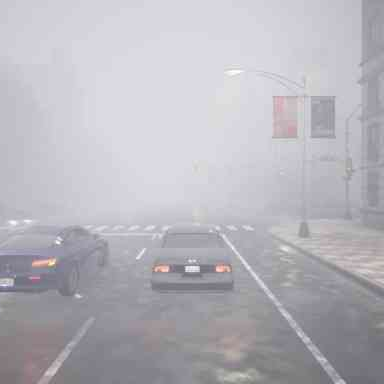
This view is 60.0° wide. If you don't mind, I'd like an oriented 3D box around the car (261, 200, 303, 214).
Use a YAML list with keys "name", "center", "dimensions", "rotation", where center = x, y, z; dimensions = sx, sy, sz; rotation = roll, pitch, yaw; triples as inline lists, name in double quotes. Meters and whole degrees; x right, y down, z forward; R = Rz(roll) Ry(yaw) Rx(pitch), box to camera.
- name: "car"
  center: [9.277, 1.564, 34.509]
  dimensions: [4.181, 1.385, 1.994]
  rotation: [0, 0, 0]

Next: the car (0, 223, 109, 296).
- name: "car"
  center: [-3.496, 1.526, 8.536]
  dimensions: [1.812, 1.442, 4.674]
  rotation: [0, 0, 0]

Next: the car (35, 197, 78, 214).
- name: "car"
  center: [-14.211, 1.352, 34.406]
  dimensions: [4.553, 1.767, 2.097]
  rotation: [0, 0, 0]

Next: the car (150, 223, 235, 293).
- name: "car"
  center: [0.002, 1.547, 8.986]
  dimensions: [2.033, 1.411, 5.357]
  rotation: [0, 0, 0]

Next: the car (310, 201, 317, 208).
- name: "car"
  center: [19.011, 1.505, 46.242]
  dimensions: [4.892, 1.490, 1.837]
  rotation: [0, 0, 0]

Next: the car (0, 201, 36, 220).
- name: "car"
  center: [-15.485, 1.564, 28.010]
  dimensions: [4.181, 1.385, 1.994]
  rotation: [0, 0, 35]

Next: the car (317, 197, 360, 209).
- name: "car"
  center: [19.033, 1.526, 42.749]
  dimensions: [4.674, 1.442, 1.812]
  rotation: [0, 0, 0]
